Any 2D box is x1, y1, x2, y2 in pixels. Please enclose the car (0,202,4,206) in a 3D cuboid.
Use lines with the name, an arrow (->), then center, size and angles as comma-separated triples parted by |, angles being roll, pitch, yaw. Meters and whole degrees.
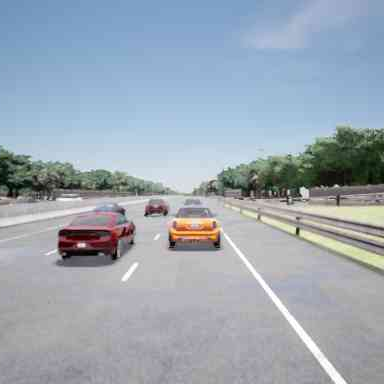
car -> -24.582, 1.675, 40.371 | 1.895, 1.301, 4.718 | 0, 0, 0

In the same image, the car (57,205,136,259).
car -> -3.399, 1.491, 12.711 | 1.882, 1.535, 5.008 | 0, 0, 0

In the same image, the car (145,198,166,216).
car -> -3.395, 1.406, 33.319 | 2.097, 1.767, 4.553 | 0, 0, 0

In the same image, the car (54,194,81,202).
car -> -17.562, 1.321, 47.186 | 2.150, 2.045, 5.566 | 0, -1, 0

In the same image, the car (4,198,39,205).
car -> -21.080, 1.556, 41.908 | 1.882, 1.535, 5.008 | 0, 0, 0

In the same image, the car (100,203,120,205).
car -> -6.896, 1.589, 27.988 | 2.033, 1.411, 5.357 | 0, 0, 0

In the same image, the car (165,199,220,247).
car -> 0.102, 1.369, 15.247 | 2.097, 1.767, 4.553 | 0, 0, 0
